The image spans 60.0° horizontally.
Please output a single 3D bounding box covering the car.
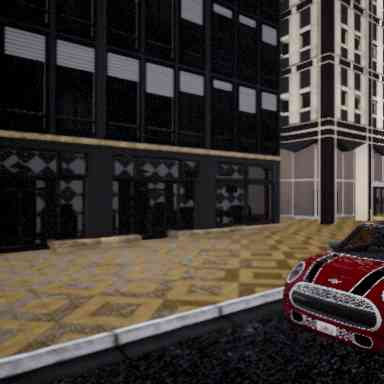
[{"bbox_3d":[3.740,1.341,6.042,4.553,1.767,2.097,0,0,-35],"label":"car"}]
